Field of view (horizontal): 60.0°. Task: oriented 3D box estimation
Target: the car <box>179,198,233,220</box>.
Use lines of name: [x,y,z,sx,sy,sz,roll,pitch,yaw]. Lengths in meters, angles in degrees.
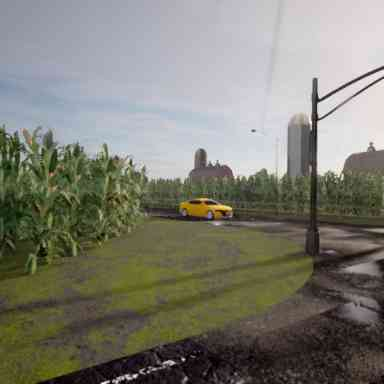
car: [1.023,1.275,26.021,1.882,1.535,5.008,2,0,-38]
